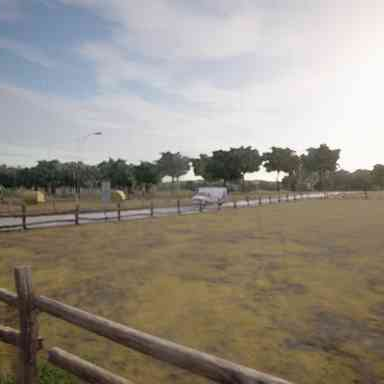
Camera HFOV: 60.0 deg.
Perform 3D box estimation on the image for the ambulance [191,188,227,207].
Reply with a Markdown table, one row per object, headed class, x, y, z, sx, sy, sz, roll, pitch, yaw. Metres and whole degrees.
| class | x | y | z | sx | sy | sz | roll | pitch | yaw |
| --- | --- | --- | --- | --- | --- | --- | --- | --- | --- |
| ambulance | 2.410 | 0.688 | 46.215 | 2.351 | 2.431 | 6.366 | 2 | 2 | 35 |
